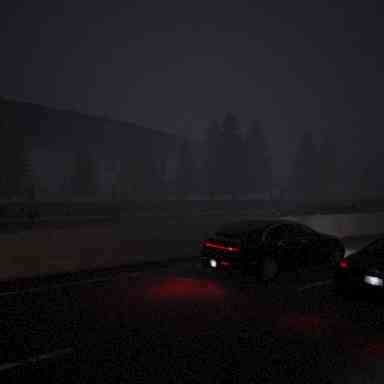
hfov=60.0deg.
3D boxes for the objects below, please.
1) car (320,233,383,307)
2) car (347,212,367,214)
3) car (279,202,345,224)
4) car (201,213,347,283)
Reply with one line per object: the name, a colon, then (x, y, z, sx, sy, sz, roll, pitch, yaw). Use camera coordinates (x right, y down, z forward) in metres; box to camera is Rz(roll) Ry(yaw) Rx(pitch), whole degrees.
car: (4.983, 1.600, 7.224, 4.181, 1.385, 1.994, 0, 0, -34)
car: (9.845, 1.602, 22.635, 4.892, 1.490, 1.837, 0, -1, -28)
car: (9.564, 1.600, 26.410, 4.902, 1.511, 2.128, 0, 0, -27)
car: (2.544, 1.544, 9.793, 4.892, 1.490, 1.837, 0, 0, -34)
